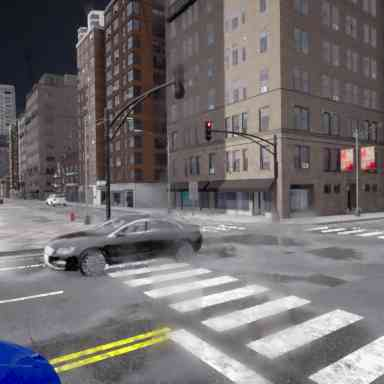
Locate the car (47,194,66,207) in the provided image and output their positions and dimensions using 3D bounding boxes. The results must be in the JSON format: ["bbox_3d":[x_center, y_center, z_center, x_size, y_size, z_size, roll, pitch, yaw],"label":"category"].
[{"bbox_3d":[-22.755,1.383,55.809,2.150,2.045,5.566,-1,0,-35],"label":"car"}]

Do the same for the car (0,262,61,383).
[{"bbox_3d":[-3.098,1.478,1.238,5.008,1.535,1.882,0,0,-35],"label":"car"}]

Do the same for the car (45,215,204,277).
[{"bbox_3d":[-1.896,1.490,10.317,4.902,1.511,2.128,0,0,-35],"label":"car"}]
